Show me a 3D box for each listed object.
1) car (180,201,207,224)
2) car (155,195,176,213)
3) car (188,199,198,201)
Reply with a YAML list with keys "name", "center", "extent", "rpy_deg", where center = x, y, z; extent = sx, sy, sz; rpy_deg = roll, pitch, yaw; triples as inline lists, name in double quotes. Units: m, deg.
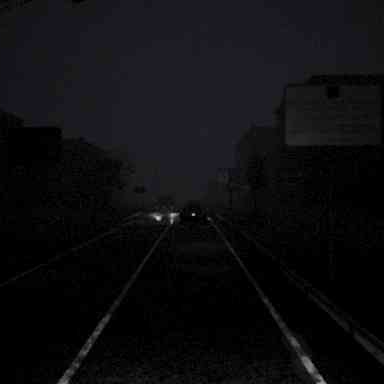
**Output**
- name: "car"
  center: [0.102, 1.584, 25.132]
  extent: [1.994, 1.385, 4.181]
  rpy_deg: [0, -1, 0]
- name: "car"
  center: [-3.089, 1.402, 40.168]
  extent: [2.150, 2.045, 5.566]
  rpy_deg: [0, 0, 0]
- name: "car"
  center: [0.100, 1.703, 41.557]
  extent: [1.837, 1.490, 4.892]
  rpy_deg: [0, 0, 0]
